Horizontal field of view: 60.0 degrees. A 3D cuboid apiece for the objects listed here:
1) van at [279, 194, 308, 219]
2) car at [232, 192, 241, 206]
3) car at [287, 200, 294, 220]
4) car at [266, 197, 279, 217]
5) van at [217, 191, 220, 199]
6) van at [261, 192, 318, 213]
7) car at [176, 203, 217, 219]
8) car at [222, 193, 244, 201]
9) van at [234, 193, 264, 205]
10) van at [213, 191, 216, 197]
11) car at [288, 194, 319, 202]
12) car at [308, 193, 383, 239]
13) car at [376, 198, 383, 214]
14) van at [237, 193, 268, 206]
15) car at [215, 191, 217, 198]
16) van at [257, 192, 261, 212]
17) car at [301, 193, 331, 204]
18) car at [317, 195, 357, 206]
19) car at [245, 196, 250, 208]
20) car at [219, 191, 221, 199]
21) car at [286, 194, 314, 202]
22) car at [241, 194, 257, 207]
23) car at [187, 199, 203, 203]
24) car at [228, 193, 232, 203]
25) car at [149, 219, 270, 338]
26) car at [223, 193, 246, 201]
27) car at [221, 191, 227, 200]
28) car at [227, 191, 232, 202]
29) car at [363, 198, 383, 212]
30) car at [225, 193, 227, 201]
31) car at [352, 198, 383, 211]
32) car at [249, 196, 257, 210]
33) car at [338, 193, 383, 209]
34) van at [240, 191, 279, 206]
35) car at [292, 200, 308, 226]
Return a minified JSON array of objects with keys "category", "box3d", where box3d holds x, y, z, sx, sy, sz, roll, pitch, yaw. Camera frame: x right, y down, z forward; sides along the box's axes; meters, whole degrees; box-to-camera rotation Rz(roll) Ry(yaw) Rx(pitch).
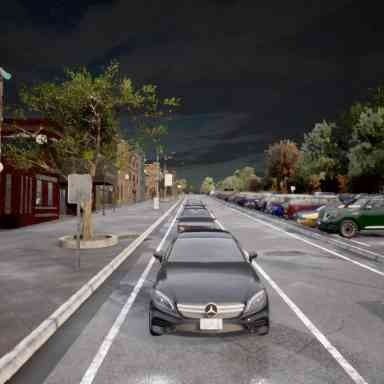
[{"category":"van","box3d":[9.349,1.236,25.436,4.442,1.987,1.878,0,0,0]},{"category":"car","box3d":[9.055,1.111,47.867,5.566,2.045,2.435,0,1,0]},{"category":"car","box3d":[9.253,1.505,22.632,4.674,1.452,2.002,0,0,0]},{"category":"car","box3d":[9.208,1.459,28.239,5.008,1.535,2.097,0,0,0]},{"category":"van","box3d":[8.762,0.861,78.702,4.442,1.987,1.878,0,1,0]},{"category":"van","box3d":[9.078,1.229,31.045,4.442,1.987,1.878,0,0,0]},{"category":"car","box3d":[0.201,1.531,17.403,2.033,1.411,5.357,0,0,0]},{"category":"car","box3d":[8.885,1.011,73.097,4.553,1.767,2.185,0,1,0]},{"category":"van","box3d":[9.163,1.087,53.475,4.442,1.987,1.878,0,1,0]},{"category":"van","box3d":[8.688,0.761,89.914,4.442,1.987,1.878,0,1,0]},{"category":"car","box3d":[21.863,1.206,65.173,5.366,1.575,1.946,0,1,0]},{"category":"car","box3d":[9.260,1.220,17.025,5.566,2.045,2.435,0,0,0]},{"category":"car","box3d":[22.436,1.443,34.640,5.366,1.575,1.946,0,0,0]},{"category":"van","box3d":[9.181,1.112,50.672,4.442,1.987,1.878,0,1,0]},{"category":"car","box3d":[8.855,1.062,81.508,5.008,1.535,2.097,0,1,0]},{"category":"van","box3d":[9.293,1.221,33.848,4.442,1.987,1.878,0,0,0]},{"category":"car","box3d":[22.116,1.133,59.623,4.553,1.767,2.185,0,1,0]},{"category":"car","box3d":[22.327,1.331,51.297,5.366,1.575,1.946,0,1,0]},{"category":"car","box3d":[9.137,1.464,39.458,4.674,1.452,2.002,0,0,0]},{"category":"car","box3d":[8.925,0.936,67.490,5.566,2.045,2.435,0,1,0]},{"category":"car","box3d":[22.036,1.186,67.951,4.892,1.521,2.231,0,1,0]},{"category":"car","box3d":[9.127,1.407,42.261,4.892,1.521,2.231,0,0,0]},{"category":"car","box3d":[0.234,1.441,29.851,2.128,1.511,4.902,0,0,0]},{"category":"car","box3d":[9.021,1.288,56.280,4.892,1.521,2.231,0,1,0]},{"category":"car","box3d":[0.256,1.523,6.824,1.812,1.442,4.674,0,0,0]},{"category":"car","box3d":[8.903,1.036,70.294,4.553,1.767,2.185,0,1,0]},{"category":"car","box3d":[8.943,0.961,64.687,5.566,2.045,2.435,0,1,0]},{"category":"car","box3d":[9.040,1.137,59.082,4.553,1.767,2.185,0,1,0]},{"category":"car","box3d":[22.203,1.467,37.410,4.792,1.488,2.163,0,0,0]},{"category":"car","box3d":[8.988,1.277,61.886,4.674,1.452,2.002,0,1,0]},{"category":"car","box3d":[22.243,1.450,40.194,4.792,1.488,2.163,0,0,0]},{"category":"car","box3d":[9.187,1.468,36.651,4.792,1.488,2.163,0,0,0]},{"category":"car","box3d":[22.167,1.152,42.966,5.566,2.045,2.435,0,0,0]},{"category":"van","box3d":[9.219,1.161,45.068,4.442,1.987,1.878,0,0,0]},{"category":"car","box3d":[9.084,1.465,19.828,5.366,1.575,1.946,0,0,0]}]
